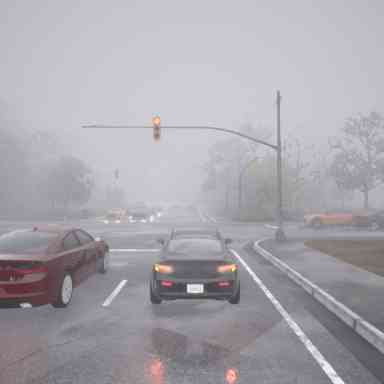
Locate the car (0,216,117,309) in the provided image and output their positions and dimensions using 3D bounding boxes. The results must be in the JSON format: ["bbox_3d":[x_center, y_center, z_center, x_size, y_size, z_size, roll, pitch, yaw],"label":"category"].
[{"bbox_3d":[-3.432,1.556,8.110,1.882,1.535,5.008,0,-1,0],"label":"car"}]

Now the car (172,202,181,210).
[{"bbox_3d":[-3.642,3.353,76.965,1.895,1.301,4.718,0,0,0],"label":"car"}]

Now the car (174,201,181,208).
[{"bbox_3d":[-3.761,3.223,86.876,1.812,1.442,4.674,0,0,-4],"label":"car"}]

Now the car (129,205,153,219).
[{"bbox_3d":[-7.173,3.034,47.162,1.882,1.535,5.008,0,-2,1],"label":"car"}]

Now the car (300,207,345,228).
[{"bbox_3d":[11.757,2.162,28.653,4.553,1.767,2.097,0,-3,-2],"label":"car"}]

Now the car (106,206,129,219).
[{"bbox_3d":[-10.684,3.030,47.027,1.882,1.535,5.008,0,-2,0],"label":"car"}]

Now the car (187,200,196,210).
[{"bbox_3d":[-0.142,3.301,77.266,1.994,1.385,4.181,0,0,0],"label":"car"}]

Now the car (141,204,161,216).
[{"bbox_3d":[-7.188,3.264,57.593,2.128,1.511,4.902,0,-1,0],"label":"car"}]

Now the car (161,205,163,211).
[{"bbox_3d":[-7.126,3.317,68.864,2.128,1.511,4.902,0,0,0],"label":"car"}]

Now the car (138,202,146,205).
[{"bbox_3d":[-10.628,3.031,68.391,2.150,2.045,5.566,0,0,0],"label":"car"}]

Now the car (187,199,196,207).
[{"bbox_3d":[-0.253,2.890,87.001,2.097,1.767,4.553,0,0,-4],"label":"car"}]

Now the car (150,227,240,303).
[{"bbox_3d":[0.065,1.606,8.255,1.812,1.442,4.674,0,-1,0],"label":"car"}]

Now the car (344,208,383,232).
[{"bbox_3d":[14.600,2.129,25.015,5.008,1.535,1.882,0,-2,-2],"label":"car"}]

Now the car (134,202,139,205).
[{"bbox_3d":[-10.687,3.103,55.886,2.097,1.767,4.553,0,-1,0],"label":"car"}]
